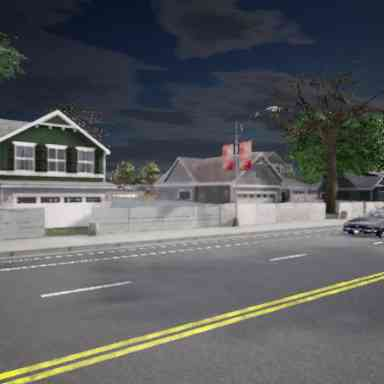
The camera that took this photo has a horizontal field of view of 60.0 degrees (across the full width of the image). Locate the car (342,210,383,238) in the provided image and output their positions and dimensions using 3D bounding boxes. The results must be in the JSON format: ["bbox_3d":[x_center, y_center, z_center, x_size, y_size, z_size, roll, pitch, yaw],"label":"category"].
[{"bbox_3d":[11.080,1.786,19.576,5.357,1.411,2.033,1,0,-35],"label":"car"}]
